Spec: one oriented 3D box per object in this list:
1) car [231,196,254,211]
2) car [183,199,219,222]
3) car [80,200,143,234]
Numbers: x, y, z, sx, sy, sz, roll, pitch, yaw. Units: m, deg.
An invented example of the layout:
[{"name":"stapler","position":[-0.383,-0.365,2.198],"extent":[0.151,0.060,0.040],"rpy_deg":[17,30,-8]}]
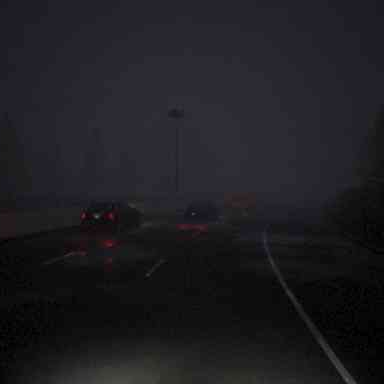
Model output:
[{"name":"car","position":[6.228,1.301,40.654],"extent":[2.097,1.767,4.553],"rpy_deg":[0,0,21]},{"name":"car","position":[0.824,1.437,25.858],"extent":[1.882,1.535,5.008],"rpy_deg":[0,0,17]},{"name":"car","position":[-4.490,1.309,19.355],"extent":[2.097,1.767,4.553],"rpy_deg":[0,0,12]}]
